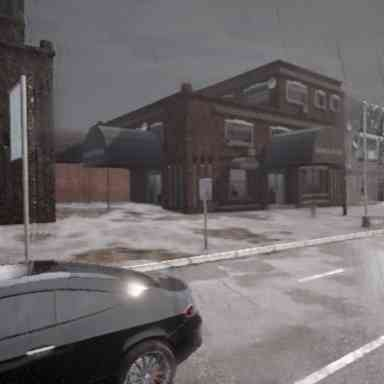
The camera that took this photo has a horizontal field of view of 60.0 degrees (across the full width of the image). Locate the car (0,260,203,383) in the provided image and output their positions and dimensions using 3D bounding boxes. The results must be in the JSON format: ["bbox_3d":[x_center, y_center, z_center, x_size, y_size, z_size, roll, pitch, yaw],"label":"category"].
[{"bbox_3d":[-2.015,1.527,3.393,4.674,1.442,1.812,0,0,-35],"label":"car"}]
